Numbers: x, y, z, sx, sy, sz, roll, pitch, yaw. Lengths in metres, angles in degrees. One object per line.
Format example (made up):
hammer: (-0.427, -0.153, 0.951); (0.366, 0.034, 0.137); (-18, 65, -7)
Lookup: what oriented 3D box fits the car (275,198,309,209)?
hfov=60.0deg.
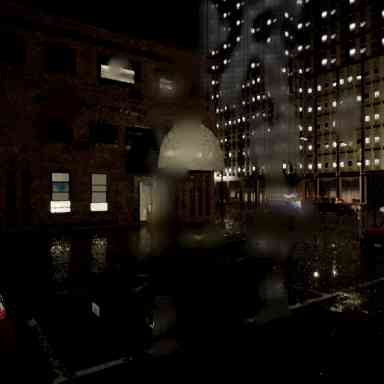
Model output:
car: (13.676, 1.514, 45.622); (1.802, 1.307, 4.206); (0, 0, -35)

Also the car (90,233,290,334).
car: (0.185, 1.565, 6.764); (4.313, 1.339, 1.947); (0, 0, -35)

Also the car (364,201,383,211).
car: (20.004, 1.499, 36.525); (2.008, 1.369, 4.403); (0, 0, -35)

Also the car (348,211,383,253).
car: (8.031, 1.543, 12.430); (4.507, 1.381, 1.887); (0, 0, -35)

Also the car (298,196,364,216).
car: (13.123, 1.308, 31.738); (2.192, 1.841, 5.009); (0, 0, -35)

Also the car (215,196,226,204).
car: (4.086, 1.437, 59.407); (1.752, 1.417, 4.829); (0, 0, -35)

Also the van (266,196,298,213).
van: (9.959, 1.326, 36.287); (1.690, 1.788, 3.998); (0, 0, -35)

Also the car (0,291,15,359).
car: (-4.282, 1.440, 3.516); (4.097, 1.590, 1.967); (0, 0, -35)
